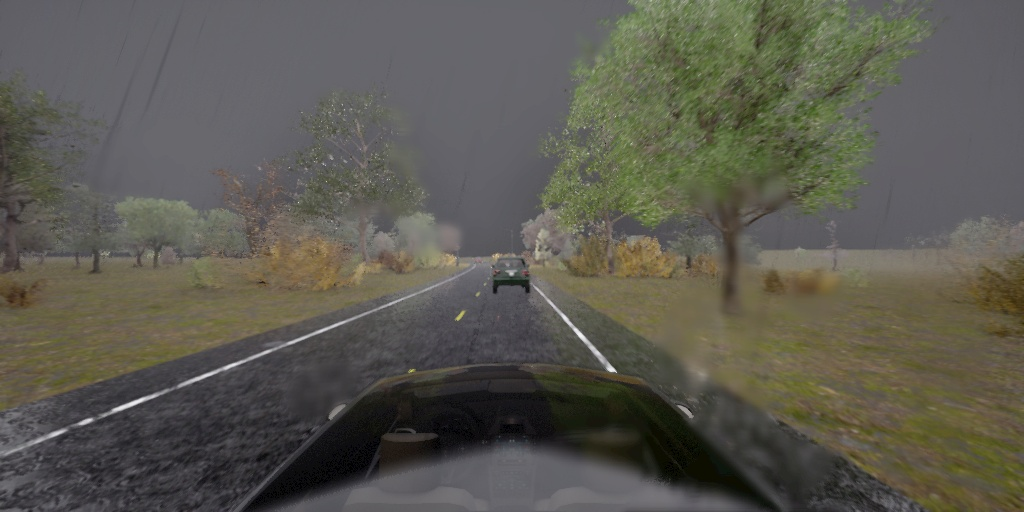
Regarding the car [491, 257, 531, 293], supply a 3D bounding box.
[{"bbox_3d":[-0.078,1.067,21.958,2.150,2.045,5.566,0,0,-1],"label":"car"}]
